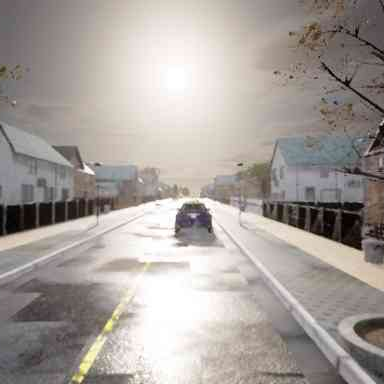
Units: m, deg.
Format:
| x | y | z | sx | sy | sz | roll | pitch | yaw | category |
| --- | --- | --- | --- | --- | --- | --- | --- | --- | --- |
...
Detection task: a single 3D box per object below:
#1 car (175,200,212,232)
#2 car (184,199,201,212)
| x | y | z | sx | sy | sz | roll | pitch | yaw | category |
| --- | --- | --- | --- | --- | --- | --- | --- | --- | --- |
| 0.088 | 1.356 | 20.203 | 2.097 | 1.767 | 4.553 | 0 | 0 | 0 | car |
| 0.082 | 1.609 | 40.559 | 1.994 | 1.385 | 4.181 | 0 | 0 | 0 | car |
